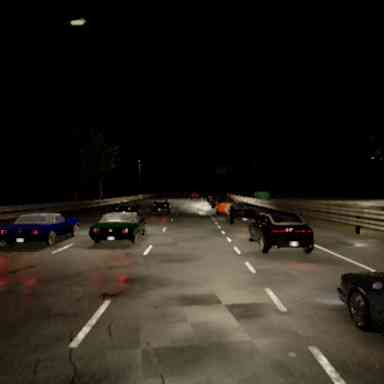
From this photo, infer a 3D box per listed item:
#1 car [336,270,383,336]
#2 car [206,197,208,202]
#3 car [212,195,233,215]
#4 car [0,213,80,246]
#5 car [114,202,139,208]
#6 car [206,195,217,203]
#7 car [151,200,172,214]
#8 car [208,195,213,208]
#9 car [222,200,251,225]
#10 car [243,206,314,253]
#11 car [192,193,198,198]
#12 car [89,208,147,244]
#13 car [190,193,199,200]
[{"bbox_3d":[3.604,1.562,3.786,2.033,1.411,5.357,0,0,0],"label":"car"},{"bbox_3d":[3.862,1.413,57.943,1.801,1.575,5.366,0,1,1],"label":"car"},{"bbox_3d":[3.640,1.456,35.789,2.097,1.767,4.553,0,0,0],"label":"car"},{"bbox_3d":[-6.871,1.648,15.556,1.895,1.301,4.718,0,0,0],"label":"car"},{"bbox_3d":[-6.765,1.702,34.993,1.895,1.301,4.718,0,0,0],"label":"car"},{"bbox_3d":[4.008,1.402,68.724,2.033,1.411,5.357,0,1,1],"label":"car"},{"bbox_3d":[-3.258,1.595,35.971,2.128,1.511,4.902,0,0,0],"label":"car"},{"bbox_3d":[3.736,1.414,46.751,2.097,1.767,4.553,0,0,1],"label":"car"},{"bbox_3d":[3.568,1.579,24.849,1.837,1.490,4.892,0,0,0],"label":"car"},{"bbox_3d":[3.522,1.547,13.877,1.837,1.490,4.892,0,0,0],"label":"car"},{"bbox_3d":[0.916,0.960,94.279,1.812,1.442,4.674,0,1,1],"label":"car"},{"bbox_3d":[-3.369,1.650,16.114,1.895,1.301,4.718,0,0,0],"label":"car"},{"bbox_3d":[0.655,1.107,78.839,1.812,1.442,4.674,0,1,1],"label":"car"}]
